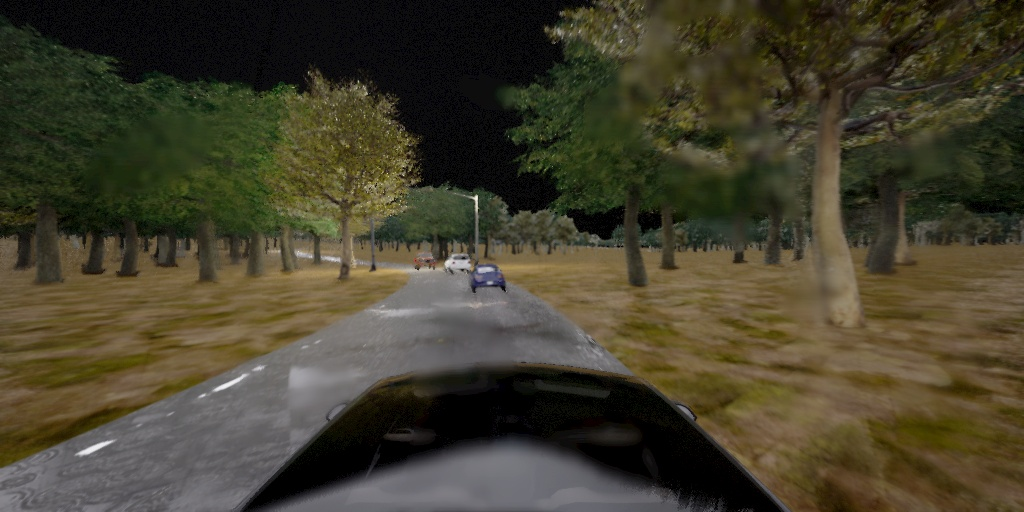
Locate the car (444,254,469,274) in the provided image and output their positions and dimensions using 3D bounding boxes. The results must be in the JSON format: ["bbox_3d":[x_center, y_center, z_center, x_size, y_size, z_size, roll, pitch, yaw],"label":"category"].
[{"bbox_3d":[-5.936,0.810,38.854,2.150,2.045,5.566,-1,1,-18],"label":"car"}]

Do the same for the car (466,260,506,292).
[{"bbox_3d":[-1.443,1.171,20.313,1.812,1.442,4.674,-1,0,-9],"label":"car"}]

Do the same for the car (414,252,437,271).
[{"bbox_3d":[-10.259,0.513,42.098,2.150,2.045,5.566,-1,1,-21],"label":"car"}]
